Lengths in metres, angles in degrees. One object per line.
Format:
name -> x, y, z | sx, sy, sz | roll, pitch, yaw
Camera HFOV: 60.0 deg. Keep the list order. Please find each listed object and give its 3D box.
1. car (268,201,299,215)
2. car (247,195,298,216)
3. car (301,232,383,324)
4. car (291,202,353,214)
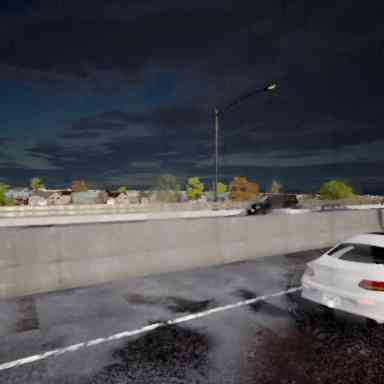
car -> 8.761, 1.644, 27.210 | 4.718, 1.301, 1.895 | 0, 0, -35
car -> 7.573, 1.267, 30.644 | 5.566, 2.045, 2.150 | 0, 0, -35
car -> 4.111, 1.539, 6.639 | 4.674, 1.442, 1.812 | 0, 0, -35
car -> 9.802, 1.589, 23.676 | 5.357, 1.411, 2.033 | 0, 0, -35
